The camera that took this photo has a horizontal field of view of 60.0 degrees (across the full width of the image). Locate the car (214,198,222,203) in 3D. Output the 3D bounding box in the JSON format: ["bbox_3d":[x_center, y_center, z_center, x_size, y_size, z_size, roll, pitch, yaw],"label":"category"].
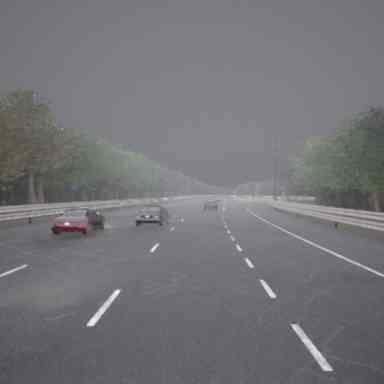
[{"bbox_3d":[6.933,2.146,88.077,1.895,1.301,4.718,0,0,6],"label":"car"}]

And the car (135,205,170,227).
[{"bbox_3d":[-2.758,1.678,24.124,2.033,1.411,5.357,0,0,4],"label":"car"}]

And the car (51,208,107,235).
[{"bbox_3d":[-6.459,1.648,19.449,1.994,1.385,4.181,0,0,3],"label":"car"}]

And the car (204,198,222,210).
[{"bbox_3d":[2.757,1.789,47.401,2.128,1.511,4.902,0,0,6],"label":"car"}]
